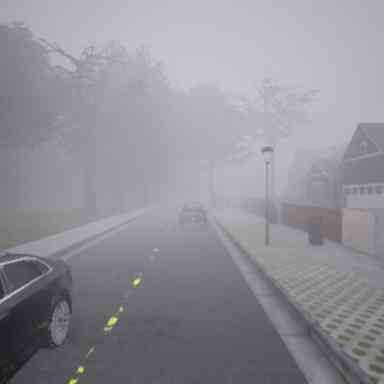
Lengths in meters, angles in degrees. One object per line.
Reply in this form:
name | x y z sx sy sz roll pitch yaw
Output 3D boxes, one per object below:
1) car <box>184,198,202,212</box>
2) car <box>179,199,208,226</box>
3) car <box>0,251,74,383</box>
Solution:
car | 0.084 1.554 41.307 2.128 1.511 4.902 0 0 0
car | 0.090 1.496 23.341 2.128 1.511 4.902 0 0 0
car | -2.820 1.492 3.470 2.128 1.511 4.902 0 0 0
